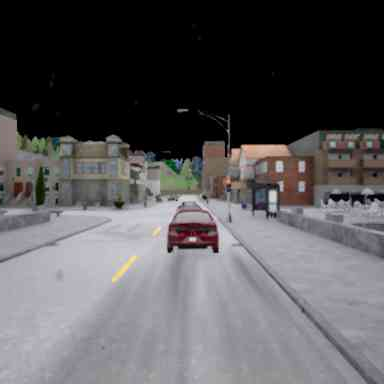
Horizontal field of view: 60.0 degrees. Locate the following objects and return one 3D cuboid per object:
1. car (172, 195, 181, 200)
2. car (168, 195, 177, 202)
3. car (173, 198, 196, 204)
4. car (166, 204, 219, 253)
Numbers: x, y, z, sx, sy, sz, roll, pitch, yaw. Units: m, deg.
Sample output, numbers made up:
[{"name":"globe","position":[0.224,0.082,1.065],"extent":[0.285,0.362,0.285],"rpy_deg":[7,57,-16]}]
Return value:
[{"name":"car","position":[-3.972,1.402,85.702],"extent":[1.895,1.301,4.718],"rpy_deg":[0,0,0]},{"name":"car","position":[-3.977,1.407,70.089],"extent":[1.994,1.385,4.181],"rpy_deg":[0,0,0]},{"name":"car","position":[-0.326,1.506,28.074],"extent":[1.994,1.385,4.181],"rpy_deg":[0,0,-7]},{"name":"car","position":[0.055,1.449,13.610],"extent":[1.882,1.535,5.008],"rpy_deg":[0,0,1]}]
